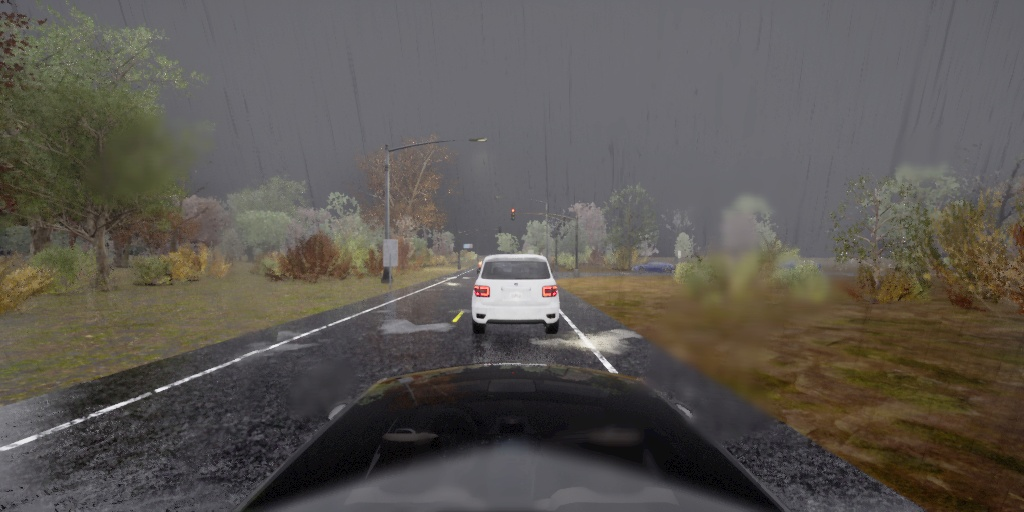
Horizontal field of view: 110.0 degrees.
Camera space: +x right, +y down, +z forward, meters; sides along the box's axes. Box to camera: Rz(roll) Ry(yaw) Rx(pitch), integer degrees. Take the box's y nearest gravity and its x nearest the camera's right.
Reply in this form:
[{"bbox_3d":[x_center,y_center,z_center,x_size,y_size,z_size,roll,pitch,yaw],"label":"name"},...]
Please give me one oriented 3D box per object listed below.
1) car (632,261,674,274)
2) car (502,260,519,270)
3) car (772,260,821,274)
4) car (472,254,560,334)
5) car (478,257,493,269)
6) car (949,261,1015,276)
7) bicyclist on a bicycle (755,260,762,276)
[{"bbox_3d":[16.343,1.287,41.686,4.674,1.442,1.812,0,0,1],"label":"car"},{"bbox_3d":[-0.297,1.315,53.191,1.994,1.385,4.181,0,0,-7],"label":"car"},{"bbox_3d":[32.572,1.249,41.279,5.008,1.535,1.882,0,0,2],"label":"car"},{"bbox_3d":[0.086,0.971,10.753,2.150,2.045,5.566,0,0,0],"label":"car"},{"bbox_3d":[-4.220,1.104,57.571,2.097,1.767,4.553,0,0,-2],"label":"car"},{"bbox_3d":[49.064,1.279,37.129,4.902,1.511,2.128,0,0,5],"label":"car"},{"bbox_3d":[24.009,1.223,35.244,0.582,1.620,1.656,0,0,1],"label":"bicyclist on a bicycle"}]
